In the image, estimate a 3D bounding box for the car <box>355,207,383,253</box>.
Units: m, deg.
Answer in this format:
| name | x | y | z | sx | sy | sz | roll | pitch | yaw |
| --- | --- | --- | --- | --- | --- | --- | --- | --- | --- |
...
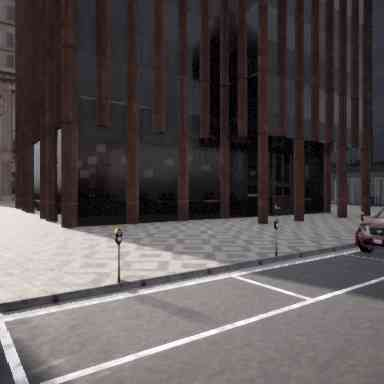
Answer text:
| name | x | y | z | sx | sy | sz | roll | pitch | yaw |
| --- | --- | --- | --- | --- | --- | --- | --- | --- | --- |
| car | 8.216 | 1.315 | 12.510 | 5.009 | 1.841 | 2.192 | 0 | 0 | -36 |
